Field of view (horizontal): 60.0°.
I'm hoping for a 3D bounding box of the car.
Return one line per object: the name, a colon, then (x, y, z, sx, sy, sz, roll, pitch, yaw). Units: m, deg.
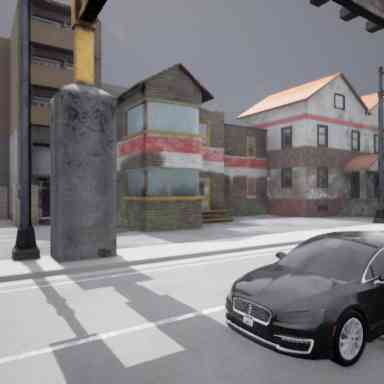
car: (2.795, 1.502, 5.830, 4.892, 1.490, 1.837, 0, 0, -33)
